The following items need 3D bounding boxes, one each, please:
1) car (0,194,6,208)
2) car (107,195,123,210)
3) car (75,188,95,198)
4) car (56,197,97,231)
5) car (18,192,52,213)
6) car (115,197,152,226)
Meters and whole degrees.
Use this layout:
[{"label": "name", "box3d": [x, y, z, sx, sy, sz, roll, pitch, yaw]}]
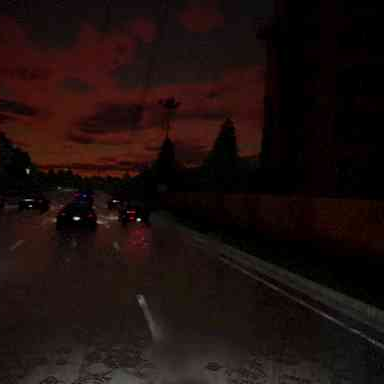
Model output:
[{"label": "car", "box3d": [-15.805, 0.538, 25.574, 1.882, 1.535, 5.008, 4, 0, -17]}, {"label": "car", "box3d": [-8.124, 1.133, 36.038, 2.128, 1.511, 4.902, 4, 0, -17]}, {"label": "car", "box3d": [-13.628, 0.520, 42.260, 2.150, 2.045, 5.566, 4, 0, -17]}, {"label": "car", "box3d": [-6.235, 1.237, 18.229, 1.994, 1.385, 4.181, 4, 0, -17]}, {"label": "car", "box3d": [-12.453, 0.786, 26.558, 2.128, 1.511, 4.902, 4, 0, -17]}, {"label": "car", "box3d": [-3.856, 1.363, 22.223, 1.837, 1.490, 4.892, 4, 0, -17]}]
